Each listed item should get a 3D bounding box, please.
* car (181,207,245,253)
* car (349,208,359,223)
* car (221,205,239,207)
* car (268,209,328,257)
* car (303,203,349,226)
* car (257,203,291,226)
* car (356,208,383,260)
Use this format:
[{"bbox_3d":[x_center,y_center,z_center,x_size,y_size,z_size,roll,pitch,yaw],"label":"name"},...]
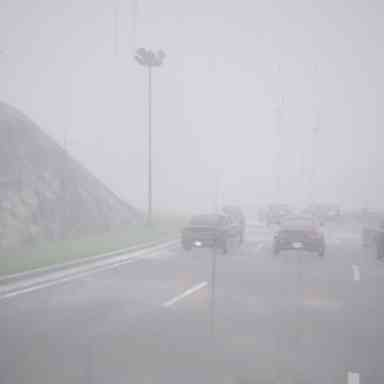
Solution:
[{"bbox_3d":[1.050,1.667,14.652,1.837,1.490,4.892,0,0,20],"label":"car"},{"bbox_3d":[13.496,1.869,25.622,1.895,1.301,4.718,0,-1,0],"label":"car"},{"bbox_3d":[2.999,1.793,26.390,1.837,1.490,4.892,0,0,0],"label":"car"},{"bbox_3d":[4.408,1.672,13.680,1.812,1.442,4.674,0,0,19],"label":"car"},{"bbox_3d":[9.982,1.626,25.974,2.097,1.767,4.553,0,-1,0],"label":"car"},{"bbox_3d":[6.488,1.631,26.147,2.097,1.767,4.553,0,-1,0],"label":"car"},{"bbox_3d":[7.753,1.610,12.679,1.882,1.535,5.008,0,0,19],"label":"car"}]
